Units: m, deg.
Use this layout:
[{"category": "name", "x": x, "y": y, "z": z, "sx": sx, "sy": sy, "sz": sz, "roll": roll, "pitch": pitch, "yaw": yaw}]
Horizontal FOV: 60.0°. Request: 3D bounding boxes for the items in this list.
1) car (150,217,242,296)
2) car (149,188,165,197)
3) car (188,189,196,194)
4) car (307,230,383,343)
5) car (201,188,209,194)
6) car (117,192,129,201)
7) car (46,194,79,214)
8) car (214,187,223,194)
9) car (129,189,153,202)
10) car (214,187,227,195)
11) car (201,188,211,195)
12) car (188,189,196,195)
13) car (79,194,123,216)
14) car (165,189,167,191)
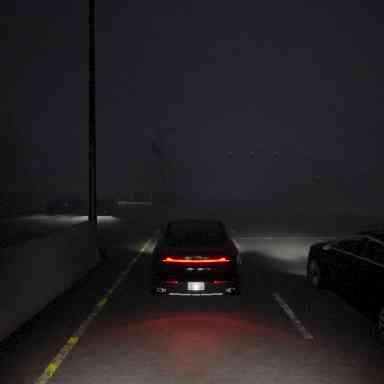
[{"category": "car", "x": 0.078, "y": 1.379, "z": 8.325, "sx": 1.837, "sy": 1.490, "sz": 4.892, "roll": 0, "pitch": 1, "yaw": 0}, {"category": "car", "x": -7.006, "y": 0.352, "z": 65.701, "sx": 1.895, "sy": 1.301, "sz": 4.718, "roll": 0, "pitch": 1, "yaw": 0}, {"category": "car", "x": 0.019, "y": -0.153, "z": 88.271, "sx": 2.033, "sy": 1.411, "sz": 5.357, "roll": 0, "pitch": 1, "yaw": 0}, {"category": "car", "x": 3.567, "y": 1.413, "z": 5.814, "sx": 2.128, "sy": 1.511, "sz": 4.902, "roll": 0, "pitch": 1, "yaw": 0}, {"category": "car", "x": 3.521, "y": -0.243, "z": 90.818, "sx": 1.837, "sy": 1.490, "sz": 4.892, "roll": 0, "pitch": 1, "yaw": 1}, {"category": "car", "x": -10.585, "y": 0.652, "z": 50.449, "sx": 1.895, "sy": 1.301, "sz": 4.718, "roll": 0, "pitch": 1, "yaw": 0}, {"category": "car", "x": -10.594, "y": 0.967, "z": 28.196, "sx": 1.882, "sy": 1.535, "sz": 5.008, "roll": 0, "pitch": 1, "yaw": 0}, {"category": "car", "x": 7.019, "y": -0.448, "z": 88.237, "sx": 2.097, "sy": 1.767, "sz": 4.553, "roll": 0, "pitch": 1, "yaw": 0}, {"category": "car", "x": -7.088, "y": 0.653, "z": 46.626, "sx": 1.812, "sy": 1.442, "sz": 4.674, "roll": 0, "pitch": 1, "yaw": 0}, {"category": "car", "x": 7.017, "y": -0.160, "z": 79.071, "sx": 2.097, "sy": 1.767, "sz": 4.553, "roll": 0, "pitch": 1, "yaw": 0}, {"category": "car", "x": 3.517, "y": -0.186, "z": 80.536, "sx": 2.097, "sy": 1.767, "sz": 4.553, "roll": 0, "pitch": 1, "yaw": 0}, {"category": "car", "x": 0.019, "y": 0.034, "z": 77.968, "sx": 2.128, "sy": 1.511, "sz": 4.902, "roll": 0, "pitch": 1, "yaw": 0}, {"category": "car", "x": -7.094, "y": 1.088, "z": 26.417, "sx": 1.994, "sy": 1.385, "sz": 4.181, "roll": 0, "pitch": 1, "yaw": 0}, {"category": "car", "x": -6.983, "y": -0.134, "z": 80.877, "sx": 2.033, "sy": 1.411, "sz": 5.357, "roll": 0, "pitch": 1, "yaw": 0}]
